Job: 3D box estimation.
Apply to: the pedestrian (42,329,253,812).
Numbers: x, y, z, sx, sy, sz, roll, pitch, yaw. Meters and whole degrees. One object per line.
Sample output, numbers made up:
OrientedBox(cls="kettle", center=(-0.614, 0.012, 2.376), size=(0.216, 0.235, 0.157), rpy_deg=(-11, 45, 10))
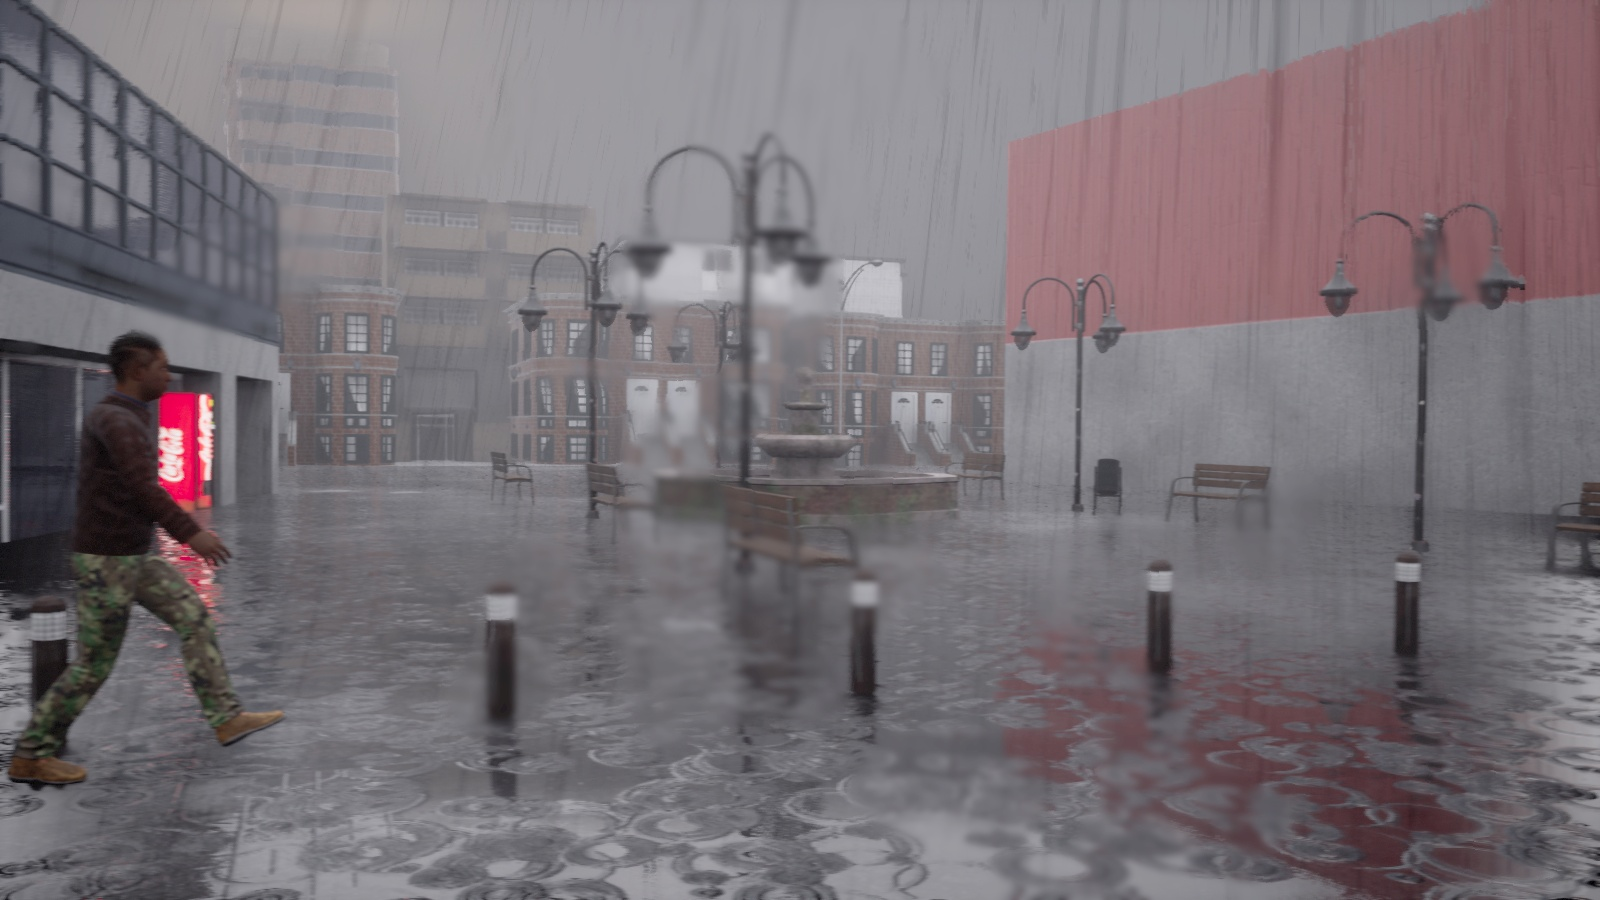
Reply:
OrientedBox(cls="pedestrian", center=(-2.627, 0.453, 5.112), size=(0.703, 1.840, 0.431), rpy_deg=(-1, 1, -24))
